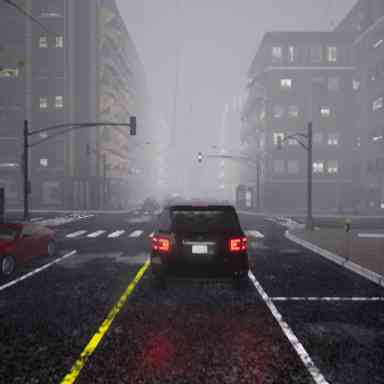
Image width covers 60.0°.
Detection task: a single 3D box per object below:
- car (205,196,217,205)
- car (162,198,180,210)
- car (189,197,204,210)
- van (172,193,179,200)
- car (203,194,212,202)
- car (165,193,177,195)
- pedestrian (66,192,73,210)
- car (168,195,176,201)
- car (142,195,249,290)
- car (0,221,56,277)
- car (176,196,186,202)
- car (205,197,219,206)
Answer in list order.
[{"bbox_3d":[3.309,1.502,59.335,1.887,1.381,4.507,0,0,1],"label":"car"},{"bbox_3d":[-2.634,1.530,43.139,1.994,1.385,4.181,0,0,2],"label":"car"},{"bbox_3d":[0.555,1.445,43.742,1.882,1.535,5.008,0,0,1],"label":"car"},{"bbox_3d":[-4.709,1.276,93.261,1.690,1.788,3.998,0,0,1],"label":"van"},{"bbox_3d":[3.490,1.387,76.251,1.967,1.590,4.097,0,0,1],"label":"car"},{"bbox_3d":[-4.952,1.266,70.707,2.192,1.841,5.009,0,0,1],"label":"car"},{"bbox_3d":[-12.367,0.879,33.583,0.375,1.860,0.375,0,-1,0],"label":"pedestrian"},{"bbox_3d":[-4.831,1.469,81.814,1.752,1.417,4.829,0,0,1],"label":"car"},{"bbox_3d":[0.180,1.214,9.183,2.150,2.045,5.566,0,0,1],"label":"car"},{"bbox_3d":[-5.598,1.574,10.107,1.802,1.307,4.206,0,0,1],"label":"car"},{"bbox_3d":[-2.245,1.499,71.700,1.994,1.385,4.181,0,0,1],"label":"car"},{"bbox_3d":[3.249,1.512,53.697,2.008,1.369,4.403,0,0,1],"label":"car"}]
